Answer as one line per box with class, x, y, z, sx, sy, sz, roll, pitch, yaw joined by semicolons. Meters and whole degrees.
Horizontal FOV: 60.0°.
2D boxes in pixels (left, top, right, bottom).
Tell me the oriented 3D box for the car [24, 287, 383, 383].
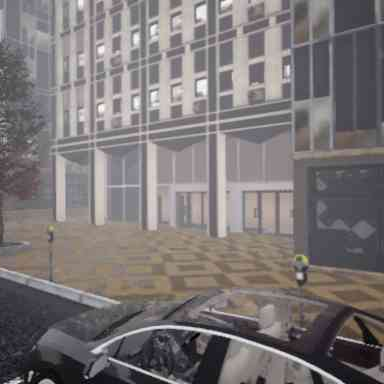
car;0.321;1.541;2.786;4.403;1.369;2.008;1;-1;36
